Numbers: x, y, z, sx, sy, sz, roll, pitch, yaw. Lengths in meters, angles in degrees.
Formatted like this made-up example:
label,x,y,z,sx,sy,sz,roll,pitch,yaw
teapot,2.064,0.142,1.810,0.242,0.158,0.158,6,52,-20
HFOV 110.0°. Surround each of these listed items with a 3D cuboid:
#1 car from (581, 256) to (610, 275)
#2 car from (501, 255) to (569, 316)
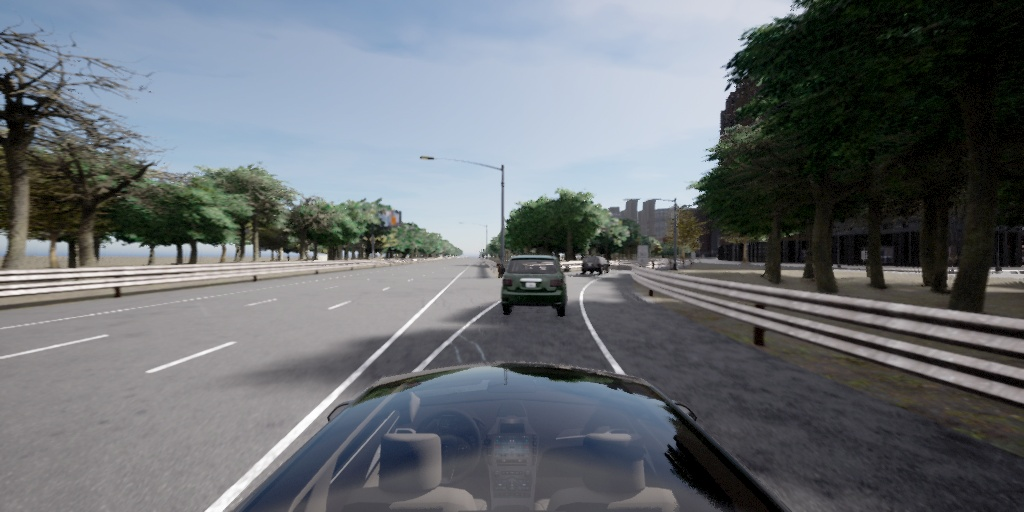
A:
label,x,y,z,sx,sy,sz,roll,pitch,yaw
car,9.306,1.051,39.618,2.150,2.045,5.566,0,0,27
car,1.007,1.002,13.793,2.150,2.045,5.566,0,0,9
